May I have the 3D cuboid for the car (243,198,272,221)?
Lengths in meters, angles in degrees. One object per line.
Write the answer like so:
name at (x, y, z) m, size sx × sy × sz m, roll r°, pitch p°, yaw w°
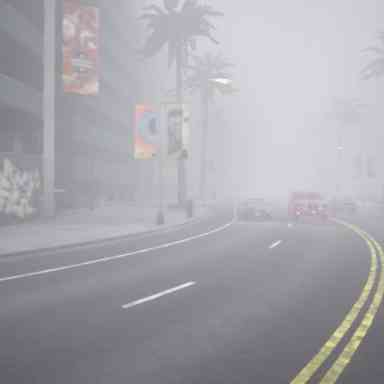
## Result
car at (4.681, 1.175, 23.924) m, size 1.812 × 1.442 × 4.674 m, roll 1°, pitch 1°, yaw 11°

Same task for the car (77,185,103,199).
car at (-13.882, 0.080, 44.826) m, size 2.435 × 2.045 × 5.566 m, roll 1°, pitch 1°, yaw 7°

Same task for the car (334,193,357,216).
car at (12.607, 1.165, 28.679) m, size 2.128 × 1.511 × 4.902 m, roll 1°, pitch 1°, yaw 8°

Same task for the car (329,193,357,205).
car at (21.677, 0.948, 47.919) m, size 2.231 × 1.521 × 4.892 m, roll 1°, pitch 1°, yaw 7°

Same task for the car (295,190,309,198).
car at (25.369, 0.377, 77.055) m, size 2.185 × 1.767 × 4.553 m, roll 1°, pitch 1°, yaw 7°

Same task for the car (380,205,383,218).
car at (15.448, 1.276, 24.286) m, size 2.128 × 1.511 × 4.902 m, roll 1°, pitch 1°, yaw 10°

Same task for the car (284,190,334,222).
car at (8.294, 0.915, 24.116) m, size 2.150 × 2.045 × 5.566 m, roll 1°, pitch 1°, yaw 10°
